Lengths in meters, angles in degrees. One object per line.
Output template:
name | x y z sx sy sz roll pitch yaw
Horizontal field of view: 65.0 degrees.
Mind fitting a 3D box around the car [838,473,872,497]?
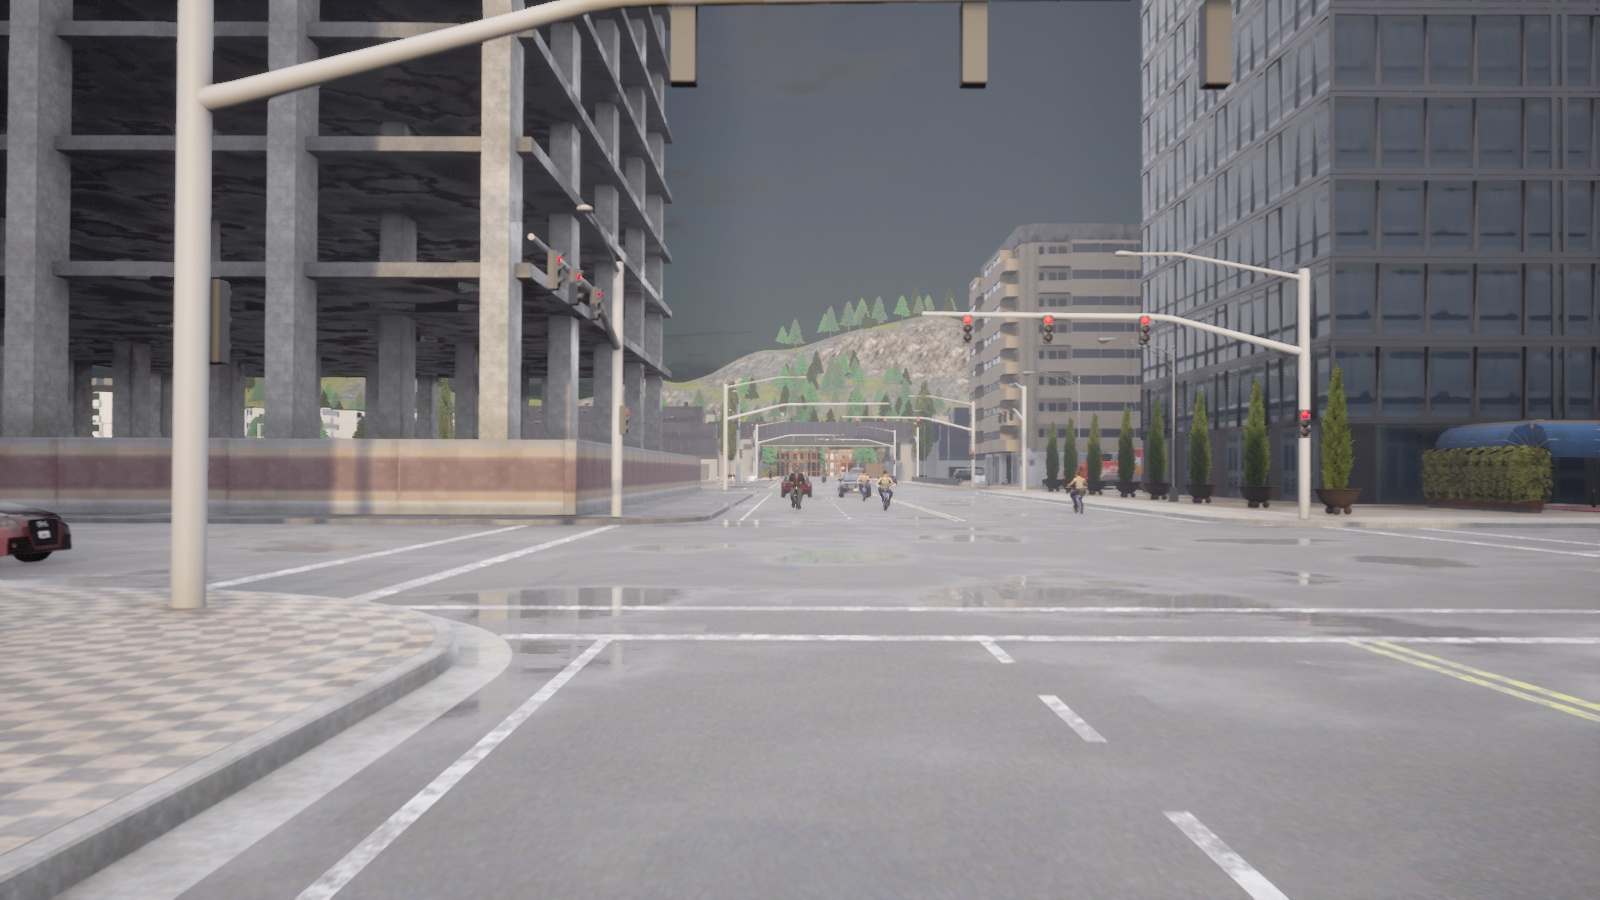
car | 3.315 2.107 76.415 1.812 1.442 4.674 0 -1 0

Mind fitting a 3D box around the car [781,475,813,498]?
car | -0.183 2.184 75.727 1.895 1.301 4.718 0 -1 0

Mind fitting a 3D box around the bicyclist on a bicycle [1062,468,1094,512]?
bicyclist on a bicycle | 10.382 1.497 46.987 0.866 1.612 1.509 0 -1 0

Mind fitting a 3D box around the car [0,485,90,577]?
car | -14.059 1.273 20.177 4.181 1.385 1.994 0 -1 1
